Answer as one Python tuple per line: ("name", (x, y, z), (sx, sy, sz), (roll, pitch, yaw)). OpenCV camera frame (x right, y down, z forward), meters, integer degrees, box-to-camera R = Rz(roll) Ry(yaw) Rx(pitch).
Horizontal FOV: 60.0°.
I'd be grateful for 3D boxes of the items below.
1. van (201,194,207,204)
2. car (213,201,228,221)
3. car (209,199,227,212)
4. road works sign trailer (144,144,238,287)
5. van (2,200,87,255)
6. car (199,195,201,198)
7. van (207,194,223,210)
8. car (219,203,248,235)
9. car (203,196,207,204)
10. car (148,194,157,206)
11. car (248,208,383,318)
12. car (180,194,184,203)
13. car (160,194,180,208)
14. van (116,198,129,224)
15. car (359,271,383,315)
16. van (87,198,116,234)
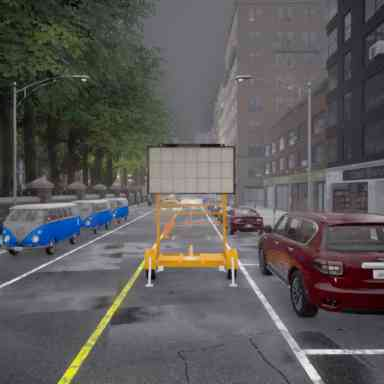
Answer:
("van", (2.758, 1.291, 52.647), (1.690, 1.788, 3.998), (0, 0, 0))
("car", (2.810, 1.570, 24.345), (1.802, 1.307, 4.206), (0, 0, 0))
("car", (2.799, 1.564, 30.006), (1.802, 1.307, 4.206), (0, 0, 0))
("road works sign trailer", (-0.017, 0.462, 9.312), (2.380, 3.560, 2.880), (0, 0, 0))
("van", (-5.695, 1.338, 12.986), (1.690, 1.788, 3.998), (0, 0, 0))
("car", (2.748, 1.505, 58.308), (1.947, 1.339, 4.313), (0, 0, 0))
("van", (2.789, 1.316, 35.666), (1.690, 1.788, 3.998), (0, 0, 0))
("car", (2.820, 1.537, 18.685), (1.887, 1.381, 4.507), (0, 0, 0))
("car", (2.779, 1.513, 41.326), (1.887, 1.381, 4.507), (0, 0, 0))
("car", (-5.767, 1.265, 52.591), (2.192, 1.841, 5.009), (0, 0, 0))
("car", (2.840, 1.314, 7.363), (2.192, 1.841, 5.009), (0, 0, 0))
("car", (-3.127, 1.483, 68.305), (1.994, 1.385, 4.181), (0, 0, 0))
("car", (-3.181, 1.436, 47.634), (1.882, 1.535, 5.008), (0, 0, 0))
("van", (-5.716, 1.329, 24.301), (1.690, 1.788, 3.998), (0, 0, 0))
("car", (2.851, 1.582, 1.703), (1.802, 1.307, 4.206), (0, 0, 0))
("van", (-5.706, 1.334, 18.643), (1.690, 1.788, 3.998), (0, 0, 0))
